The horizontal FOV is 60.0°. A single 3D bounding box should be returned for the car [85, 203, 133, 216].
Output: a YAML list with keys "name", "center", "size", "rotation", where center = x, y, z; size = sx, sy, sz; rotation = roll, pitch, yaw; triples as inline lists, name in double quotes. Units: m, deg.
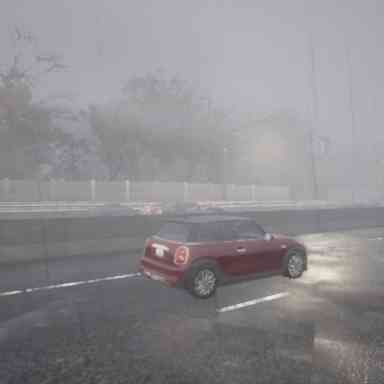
- name: "car"
  center: [-7.116, 1.671, 29.008]
  size: [4.181, 1.385, 1.994]
  rotation: [1, 0, -35]

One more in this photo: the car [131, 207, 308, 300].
- name: "car"
  center: [1.002, 1.408, 8.760]
  size: [4.553, 1.767, 2.097]
  rotation: [1, 0, -35]

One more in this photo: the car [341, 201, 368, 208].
- name: "car"
  center: [25.566, 2.109, 52.253]
  size: [4.718, 1.301, 1.895]
  rotation: [1, 0, -35]

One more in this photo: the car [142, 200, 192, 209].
- name: "car"
  center: [-1.226, 1.481, 24.612]
  size: [4.553, 1.767, 2.097]
  rotation: [1, 0, -35]

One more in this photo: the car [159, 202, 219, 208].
- name: "car"
  center: [0.688, 1.619, 21.677]
  size: [4.902, 1.511, 2.128]
  rotation: [1, 0, -35]
